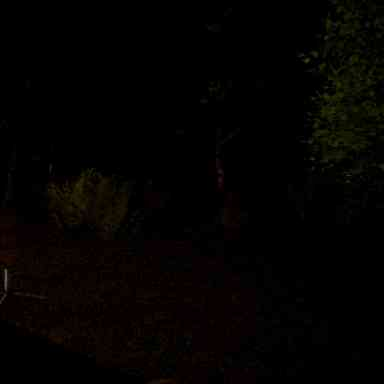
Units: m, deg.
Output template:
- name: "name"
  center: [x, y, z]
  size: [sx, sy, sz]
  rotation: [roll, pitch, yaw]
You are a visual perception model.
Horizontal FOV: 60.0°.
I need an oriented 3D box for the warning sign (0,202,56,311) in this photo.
- name: "warning sign"
  center: [-3.532, 1.146, 6.427]
  size: [1.060, 1.860, 1.300]
  rotation: [0, 0, 35]
